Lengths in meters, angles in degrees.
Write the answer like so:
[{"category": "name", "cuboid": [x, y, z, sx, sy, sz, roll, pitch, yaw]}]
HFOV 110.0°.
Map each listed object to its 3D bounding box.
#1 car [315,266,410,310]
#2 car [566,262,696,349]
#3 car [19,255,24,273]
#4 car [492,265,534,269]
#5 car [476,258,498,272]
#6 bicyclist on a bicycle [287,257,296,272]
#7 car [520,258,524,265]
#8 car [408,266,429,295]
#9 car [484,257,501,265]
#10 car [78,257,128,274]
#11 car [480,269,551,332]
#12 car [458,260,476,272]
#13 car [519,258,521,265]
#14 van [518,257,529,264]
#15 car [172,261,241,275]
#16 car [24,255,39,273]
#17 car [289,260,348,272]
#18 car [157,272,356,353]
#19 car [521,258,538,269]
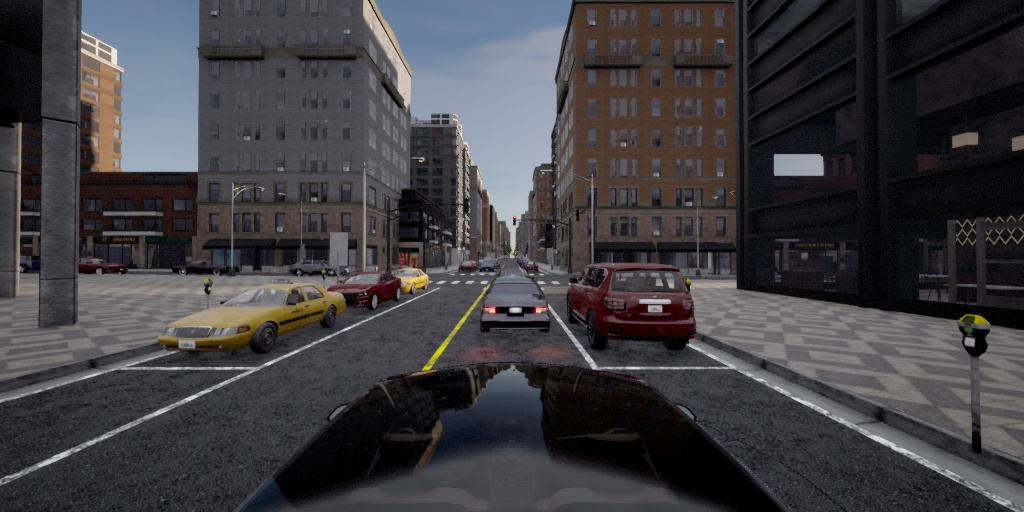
[{"category": "car", "cuboid": [-5.893, 1.298, 14.673, 1.888, 1.381, 4.507, 0, 0, 0]}, {"category": "car", "cuboid": [2.649, 1.066, 9.064, 2.192, 1.841, 5.009, 0, 0, 0]}, {"category": "car", "cuboid": [-46.944, 0.832, 31.591, 4.892, 1.490, 1.837, 1, -1, 1]}, {"category": "car", "cuboid": [0.018, 1.355, 20.522, 1.895, 1.301, 4.718, 0, 0, 0]}, {"category": "car", "cuboid": [-3.249, 1.308, 46.757, 2.033, 1.411, 5.357, 0, 0, -4]}, {"category": "bicyclist on a bicycle", "cuboid": [-23.112, 0.909, 37.711, 0.582, 1.620, 1.656, 0, 0, 0]}, {"category": "car", "cuboid": [2.526, 1.344, 53.005, 1.802, 1.307, 4.207, 0, 0, 0]}, {"category": "car", "cuboid": [-5.908, 1.279, 20.128, 1.751, 1.417, 4.829, 0, 0, 0]}, {"category": "car", "cuboid": [-3.235, 1.327, 56.613, 1.994, 1.385, 4.181, 0, 0, 0]}, {"category": "car", "cuboid": [-36.835, 0.898, 31.524, 5.008, 1.535, 1.882, 1, -1, 0]}, {"category": "car", "cuboid": [0.066, 1.299, 10.795, 2.033, 1.411, 5.357, 0, 0, 0]}, {"category": "car", "cuboid": [-5.984, 1.305, 47.317, 1.888, 1.381, 4.507, 0, 0, 0]}, {"category": "car", "cuboid": [2.510, 1.346, 58.679, 1.802, 1.307, 4.207, 0, 0, 0]}, {"category": "van", "cuboid": [2.495, 1.107, 64.352, 1.690, 1.789, 3.998, 0, 0, 0]}, {"category": "car", "cuboid": [-26.740, 1.113, 31.482, 4.718, 1.301, 1.895, 1, -1, 0]}, {"category": "car", "cuboid": [-47.617, 0.705, 34.694, 4.553, 1.767, 2.097, 1, -1, 1]}, {"category": "car", "cuboid": [-16.843, 1.092, 31.449, 4.902, 1.511, 2.128, 1, -1, 0]}, {"category": "car", "cuboid": [-5.877, 1.277, 8.879, 1.751, 1.417, 4.829, 0, 0, 0]}, {"category": "car", "cuboid": [2.542, 1.342, 47.332, 1.802, 1.307, 4.207, 0, 0, 0]}]
